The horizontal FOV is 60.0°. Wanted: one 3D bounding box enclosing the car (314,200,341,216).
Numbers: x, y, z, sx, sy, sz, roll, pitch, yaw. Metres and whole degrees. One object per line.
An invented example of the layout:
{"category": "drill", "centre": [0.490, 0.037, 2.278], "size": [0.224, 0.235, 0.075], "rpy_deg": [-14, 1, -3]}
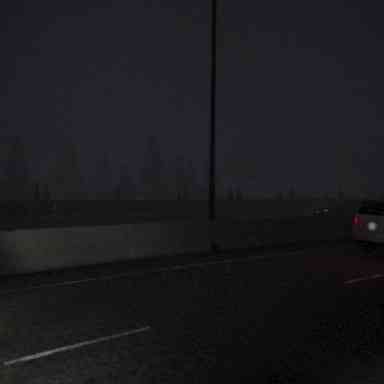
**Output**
{"category": "car", "centre": [13.219, 1.530, 29.738], "size": [4.892, 1.490, 1.837], "rpy_deg": [0, 0, -19]}

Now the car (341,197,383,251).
{"category": "car", "centre": [8.516, 1.222, 12.467], "size": [5.566, 2.045, 2.150], "rpy_deg": [0, 0, -26]}
